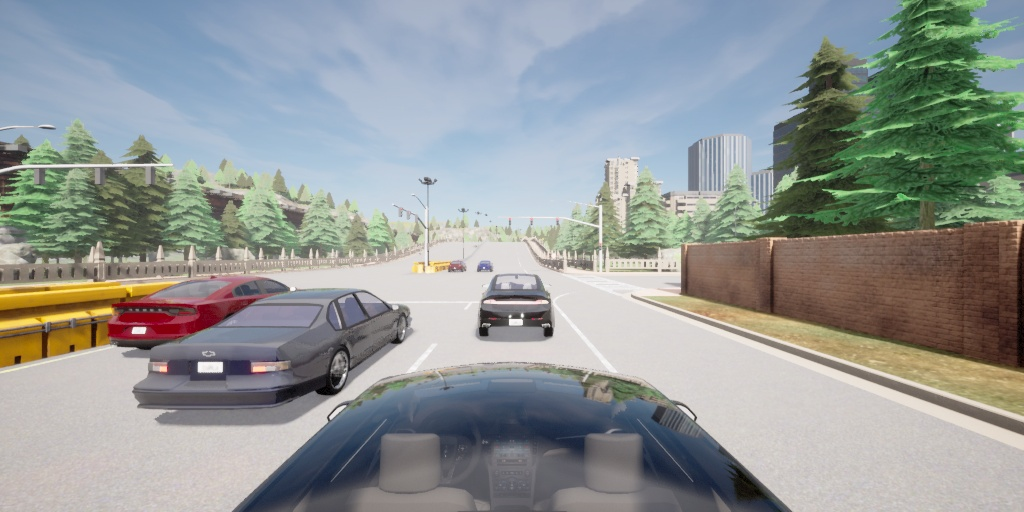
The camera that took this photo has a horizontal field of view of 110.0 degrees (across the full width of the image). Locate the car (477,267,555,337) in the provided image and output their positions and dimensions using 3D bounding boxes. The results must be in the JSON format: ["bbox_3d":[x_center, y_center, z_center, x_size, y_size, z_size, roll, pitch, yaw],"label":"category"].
[{"bbox_3d":[0.130,1.242,10.289,2.128,1.511,4.902,0,0,1],"label":"car"}]

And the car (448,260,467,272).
[{"bbox_3d":[-6.887,1.276,45.362,1.812,1.442,4.674,0,0,0],"label":"car"}]

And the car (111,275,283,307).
[{"bbox_3d":[-6.898,1.228,9.108,1.882,1.535,5.008,0,0,0],"label":"car"}]

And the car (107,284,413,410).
[{"bbox_3d":[-3.398,1.297,6.544,2.033,1.411,5.357,0,0,0],"label":"car"}]

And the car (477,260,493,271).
[{"bbox_3d":[-3.391,1.276,45.761,1.812,1.442,4.674,0,0,0],"label":"car"}]
